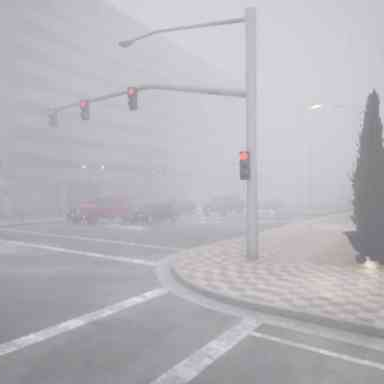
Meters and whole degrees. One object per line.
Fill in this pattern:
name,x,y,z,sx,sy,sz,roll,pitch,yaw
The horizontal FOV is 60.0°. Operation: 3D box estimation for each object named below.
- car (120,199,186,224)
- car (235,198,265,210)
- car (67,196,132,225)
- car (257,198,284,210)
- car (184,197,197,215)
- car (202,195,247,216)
car,-2.851,1.574,25.427,1.837,1.490,4.892,-1,0,35
car,8.210,1.642,46.619,2.033,1.411,5.357,-1,0,36
car,-6.879,1.317,25.802,2.150,2.045,5.566,-1,0,35
car,10.661,1.594,44.042,1.812,1.442,4.674,-1,0,36
car,-1.510,1.447,33.299,2.097,1.767,4.553,-1,0,36
car,3.278,1.291,33.939,2.150,2.045,5.566,-1,0,36
